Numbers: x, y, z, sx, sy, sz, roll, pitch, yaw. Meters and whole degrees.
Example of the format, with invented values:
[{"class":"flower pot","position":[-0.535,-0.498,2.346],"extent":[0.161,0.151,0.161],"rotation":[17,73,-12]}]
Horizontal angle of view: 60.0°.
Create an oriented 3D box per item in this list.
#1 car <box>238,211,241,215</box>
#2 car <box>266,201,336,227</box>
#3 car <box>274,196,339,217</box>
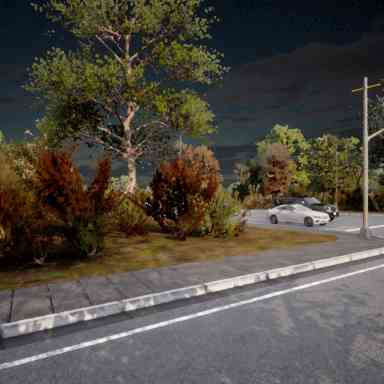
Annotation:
[{"class":"car","position":[2.854,1.589,34.535],"extent":[2.097,1.767,4.553],"rotation":[0,-1,-42]},{"class":"car","position":[7.401,1.600,23.669],"extent":[1.812,1.442,4.674],"rotation":[0,-1,-38]},{"class":"car","position":[9.084,1.316,27.263],"extent":[2.150,2.045,5.566],"rotation":[0,-1,-37]}]
